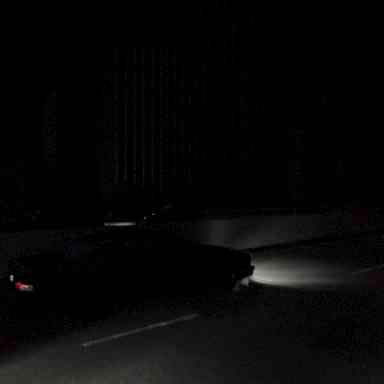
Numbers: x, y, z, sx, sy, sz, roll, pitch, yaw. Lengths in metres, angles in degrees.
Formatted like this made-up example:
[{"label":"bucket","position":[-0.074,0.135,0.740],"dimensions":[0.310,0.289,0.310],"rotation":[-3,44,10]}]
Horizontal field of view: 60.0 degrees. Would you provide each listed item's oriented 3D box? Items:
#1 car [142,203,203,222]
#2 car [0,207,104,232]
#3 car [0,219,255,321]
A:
[{"label":"car","position":[-1.366,1.531,24.461],"dimensions":[4.674,1.442,1.812],"rotation":[0,0,-35]},{"label":"car","position":[-6.826,1.507,16.310],"dimensions":[4.892,1.490,1.837],"rotation":[0,0,-35]},{"label":"car","position":[-1.088,1.549,7.269],"dimensions":[5.357,1.411,2.033],"rotation":[0,0,-35]}]
